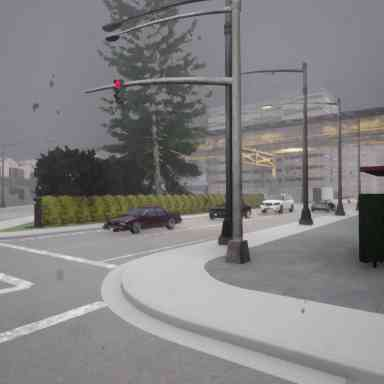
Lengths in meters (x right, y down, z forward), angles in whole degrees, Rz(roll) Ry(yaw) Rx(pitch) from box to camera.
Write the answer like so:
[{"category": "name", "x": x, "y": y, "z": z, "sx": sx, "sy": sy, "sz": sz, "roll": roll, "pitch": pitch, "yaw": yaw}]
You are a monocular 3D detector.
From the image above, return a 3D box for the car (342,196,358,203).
[{"category": "car", "x": 31.827, "y": 1.522, "z": 68.023, "sx": 4.974, "sy": 1.542, "sz": 2.038, "roll": 0, "pitch": 0, "yaw": -29}]

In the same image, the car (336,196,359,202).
[{"category": "car", "x": 31.871, "y": 1.364, "z": 68.050, "sx": 4.536, "sy": 1.218, "sz": 1.853, "roll": 0, "pitch": 0, "yaw": -29}]

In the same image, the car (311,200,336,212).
[{"category": "car", "x": 15.398, "y": 1.590, "z": 38.890, "sx": 1.994, "sy": 1.385, "sz": 4.181, "roll": -1, "pitch": 0, "yaw": 36}]

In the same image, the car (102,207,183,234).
[{"category": "car", "x": -2.771, "y": 1.602, "z": 20.068, "sx": 2.033, "sy": 1.411, "sz": 5.357, "roll": -1, "pitch": 0, "yaw": 36}]

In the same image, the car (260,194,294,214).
[{"category": "car", "x": 9.639, "y": 1.281, "z": 37.189, "sx": 2.150, "sy": 2.045, "sz": 5.566, "roll": -1, "pitch": 0, "yaw": 36}]

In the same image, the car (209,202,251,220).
[{"category": "car", "x": 3.344, "y": 1.535, "z": 28.519, "sx": 1.882, "sy": 1.535, "sz": 5.008, "roll": -1, "pitch": 0, "yaw": 36}]
